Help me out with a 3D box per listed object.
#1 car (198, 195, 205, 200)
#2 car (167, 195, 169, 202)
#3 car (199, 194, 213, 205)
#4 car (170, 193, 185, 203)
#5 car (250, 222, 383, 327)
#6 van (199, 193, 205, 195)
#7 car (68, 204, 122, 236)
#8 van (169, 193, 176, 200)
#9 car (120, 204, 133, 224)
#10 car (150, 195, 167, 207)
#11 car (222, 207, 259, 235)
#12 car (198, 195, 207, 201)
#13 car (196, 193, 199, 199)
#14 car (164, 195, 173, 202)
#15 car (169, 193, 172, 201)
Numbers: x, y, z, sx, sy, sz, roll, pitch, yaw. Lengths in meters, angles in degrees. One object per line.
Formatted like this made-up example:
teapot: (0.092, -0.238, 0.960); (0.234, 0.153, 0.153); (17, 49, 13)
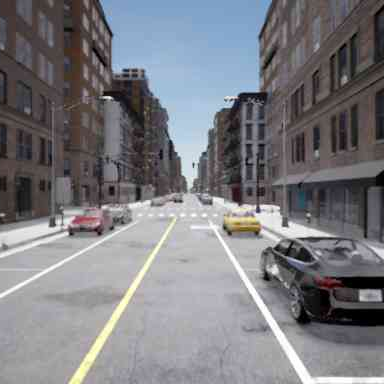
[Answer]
car: (2.633, 1.454, 94.335); (1.752, 1.417, 4.829); (0, 0, 0)
car: (-5.404, 1.484, 56.150); (1.752, 1.417, 4.829); (0, 0, 0)
car: (2.630, 1.509, 56.322); (2.008, 1.369, 4.403); (0, 0, 0)
car: (-2.762, 1.430, 66.424); (1.882, 1.535, 5.008); (0, 0, 0)
car: (2.637, 1.562, 6.997); (1.947, 1.339, 4.313); (0, 0, 0)
van: (2.631, 1.295, 61.728); (1.690, 1.788, 3.998); (0, 0, 0)
car: (-5.390, 1.571, 18.356); (1.802, 1.307, 4.206); (0, 0, 0)
van: (-5.446, 1.270, 94.162); (1.690, 1.788, 3.998); (0, 0, 0)
car: (-5.391, 1.536, 24.038); (2.008, 1.369, 4.403); (0, 0, 0)
car: (-5.398, 1.514, 50.913); (2.008, 1.369, 4.403); (0, 0, 0)
car: (2.635, 1.514, 18.529); (1.752, 1.417, 4.829); (0, 0, 0)
car: (2.632, 1.503, 83.353); (1.947, 1.339, 4.313); (0, 0, 0)
car: (2.632, 1.256, 77.947); (2.192, 1.841, 5.009); (0, 0, 0)
car: (-5.428, 1.467, 77.774); (1.752, 1.417, 4.829); (0, 0, 0)
car: (-5.422, 1.386, 72.538); (1.967, 1.590, 4.097); (0, 0, 0)
